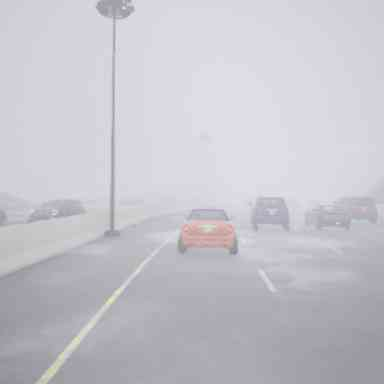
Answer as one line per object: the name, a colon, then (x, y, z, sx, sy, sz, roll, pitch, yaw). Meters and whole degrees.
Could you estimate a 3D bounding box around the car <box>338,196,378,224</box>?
car: (12.738, 1.351, 26.367, 2.150, 2.045, 5.566, 0, 0, 10)

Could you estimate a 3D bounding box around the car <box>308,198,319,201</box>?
car: (21.261, 1.706, 58.205, 2.128, 1.511, 4.902, 0, 0, 21)

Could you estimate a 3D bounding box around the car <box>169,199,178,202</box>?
car: (-3.943, 1.541, 60.909, 1.994, 1.385, 4.181, 1, 0, 19)

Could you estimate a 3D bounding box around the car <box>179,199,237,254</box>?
car: (0.703, 1.359, 13.835, 2.097, 1.767, 4.553, 1, 0, 4)

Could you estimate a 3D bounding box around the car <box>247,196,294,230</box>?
car: (4.920, 1.273, 21.548, 2.150, 2.045, 5.566, 0, 0, 8)

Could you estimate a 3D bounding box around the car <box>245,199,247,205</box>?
car: (10.838, 1.634, 60.335, 1.812, 1.442, 4.674, 0, 0, 20)

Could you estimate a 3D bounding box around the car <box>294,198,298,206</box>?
car: (17.867, 1.744, 59.104, 1.994, 1.385, 4.181, 1, 0, 21)

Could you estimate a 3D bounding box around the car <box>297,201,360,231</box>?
car: (8.522, 1.577, 21.254, 2.128, 1.511, 4.902, 0, 0, 6)

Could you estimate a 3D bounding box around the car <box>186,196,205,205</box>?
car: (0.680, 1.585, 63.493, 2.033, 1.411, 5.357, 1, 0, 20)

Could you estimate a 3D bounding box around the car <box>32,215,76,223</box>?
car: (-9.122, 1.258, 22.792, 2.097, 1.767, 4.553, 1, 0, 7)

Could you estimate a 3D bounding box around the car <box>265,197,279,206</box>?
car: (14.352, 1.650, 59.743, 1.837, 1.490, 4.892, 0, 0, 21)
